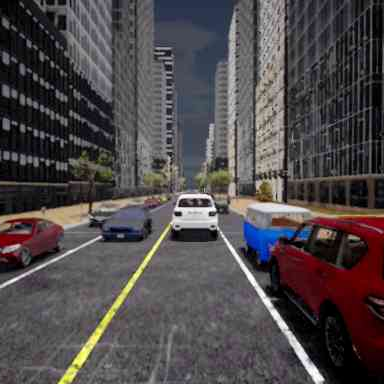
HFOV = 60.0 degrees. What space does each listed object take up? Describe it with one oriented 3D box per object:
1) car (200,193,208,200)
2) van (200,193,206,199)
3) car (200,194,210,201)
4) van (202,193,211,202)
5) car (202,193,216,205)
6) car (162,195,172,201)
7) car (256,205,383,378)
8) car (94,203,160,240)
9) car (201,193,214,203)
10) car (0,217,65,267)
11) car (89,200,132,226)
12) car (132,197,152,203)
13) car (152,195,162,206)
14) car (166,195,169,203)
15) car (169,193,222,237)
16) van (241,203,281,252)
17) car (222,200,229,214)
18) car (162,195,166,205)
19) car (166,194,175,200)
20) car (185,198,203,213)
[{"bbox_3d":[2.951,1.169,85.028,1.967,1.590,4.097,-1,0,0],"label":"car"},{"bbox_3d":[2.969,1.051,90.710,1.690,1.788,3.998,-1,0,0],"label":"van"},{"bbox_3d":[2.915,1.207,73.660,1.967,1.590,4.097,-1,0,0],"label":"car"},{"bbox_3d":[2.896,1.127,67.976,1.690,1.788,3.998,-1,0,0],"label":"van"},{"bbox_3d":[2.859,1.138,56.609,2.192,1.841,5.009,-1,0,0],"label":"car"},{"bbox_3d":[-5.465,1.328,73.688,1.947,1.339,4.313,0,0,0],"label":"car"},{"bbox_3d":[2.695,1.299,5.457,2.192,1.841,5.009,-1,0,0],"label":"car"},{"bbox_3d":[-3.044,1.492,16.875,2.033,1.411,5.357,0,0,0],"label":"car"},{"bbox_3d":[2.877,1.119,62.293,2.192,1.841,5.009,-1,0,0],"label":"car"},{"bbox_3d":[-5.665,1.544,11.168,1.802,1.307,4.206,0,0,0],"label":"car"},{"bbox_3d":[-5.629,1.477,22.535,2.008,1.369,4.403,0,0,0],"label":"car"},{"bbox_3d":[-5.592,1.441,33.902,2.008,1.369,4.403,0,0,0],"label":"car"},{"bbox_3d":[-5.556,1.436,45.269,1.802,1.307,4.206,0,0,0],"label":"car"},{"bbox_3d":[-5.501,1.325,62.150,1.752,1.417,4.829,0,0,0],"label":"car"},{"bbox_3d":[0.154,1.165,17.750,2.150,2.045,5.566,0,0,0],"label":"car"},{"bbox_3d":[2.713,1.308,11.140,1.690,1.788,3.998,-1,0,0],"label":"van"},{"bbox_3d":[2.788,1.446,33.875,2.008,1.369,4.403,-1,0,0],"label":"car"},{"bbox_3d":[-5.538,1.276,50.952,1.967,1.590,4.097,0,0,0],"label":"car"},{"bbox_3d":[-5.428,1.275,85.055,2.008,1.369,4.403,0,0,0],"label":"car"},{"bbox_3d":[0.198,1.413,35.648,1.812,1.442,4.674,0,0,0],"label":"car"}]
